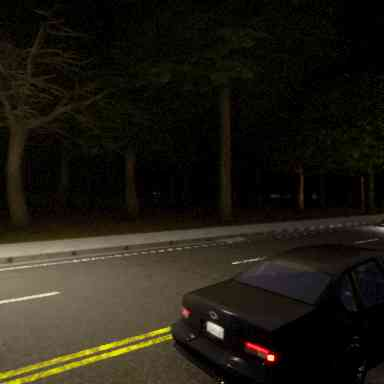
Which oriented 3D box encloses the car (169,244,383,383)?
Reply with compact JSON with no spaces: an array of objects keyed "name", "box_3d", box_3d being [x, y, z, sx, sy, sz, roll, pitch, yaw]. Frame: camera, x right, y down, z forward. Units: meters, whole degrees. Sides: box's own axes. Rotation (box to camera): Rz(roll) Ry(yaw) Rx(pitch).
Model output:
[{"name":"car","box_3d":[2.293,1.548,5.074,5.357,1.411,2.033,0,0,-35]}]
